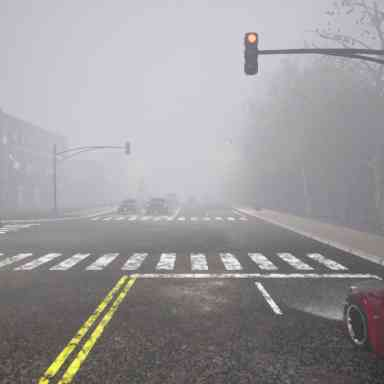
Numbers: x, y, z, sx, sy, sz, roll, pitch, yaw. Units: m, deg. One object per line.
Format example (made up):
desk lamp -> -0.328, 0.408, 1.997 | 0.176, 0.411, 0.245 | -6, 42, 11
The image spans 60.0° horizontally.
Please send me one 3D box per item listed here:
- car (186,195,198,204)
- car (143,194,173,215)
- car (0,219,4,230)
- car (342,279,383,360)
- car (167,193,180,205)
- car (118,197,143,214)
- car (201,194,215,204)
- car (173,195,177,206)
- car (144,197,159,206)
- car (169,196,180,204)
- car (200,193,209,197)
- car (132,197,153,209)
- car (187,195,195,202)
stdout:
car -> -0.024, 1.329, 62.875 | 2.097, 1.767, 4.553 | 0, 0, 0
car -> -3.412, 1.342, 34.141 | 2.097, 1.767, 4.553 | 0, 0, 0
car -> -12.384, 1.714, 17.214 | 4.718, 1.301, 1.895 | -2, 0, 9
car -> 3.346, 1.563, 3.541 | 1.994, 1.385, 4.181 | 0, 0, 0
car -> -3.438, 1.202, 54.293 | 2.150, 2.045, 5.566 | 0, 0, 1
car -> -6.663, 1.494, 35.682 | 1.837, 1.490, 4.892 | 0, 0, 0
car -> 3.226, 1.577, 62.264 | 1.895, 1.301, 4.718 | 0, 0, 0
car -> -3.423, 1.533, 43.615 | 2.033, 1.411, 5.357 | 0, 0, 1
car -> -6.683, 1.506, 55.239 | 1.812, 1.442, 4.674 | 0, 0, 0
car -> -3.409, 1.523, 66.103 | 2.033, 1.411, 5.357 | 0, 0, 0
car -> 3.103, 1.194, 76.306 | 2.150, 2.045, 5.566 | 0, 0, 0
car -> -6.676, 1.476, 45.106 | 2.128, 1.511, 4.902 | 0, 0, 0
car -> -0.150, 1.494, 76.324 | 1.812, 1.442, 4.674 | 0, 0, 0
